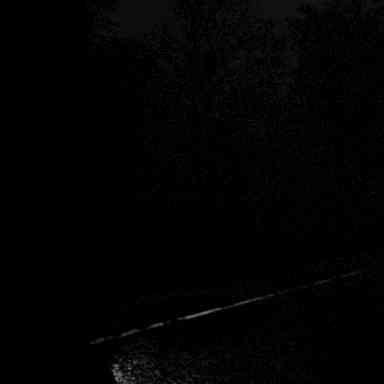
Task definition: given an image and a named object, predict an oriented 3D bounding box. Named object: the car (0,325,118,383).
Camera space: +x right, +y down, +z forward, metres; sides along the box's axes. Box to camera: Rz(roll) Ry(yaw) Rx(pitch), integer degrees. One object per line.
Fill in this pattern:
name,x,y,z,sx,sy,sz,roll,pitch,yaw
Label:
car,-2.492,1.564,1.970,4.181,1.385,1.994,0,0,-35
